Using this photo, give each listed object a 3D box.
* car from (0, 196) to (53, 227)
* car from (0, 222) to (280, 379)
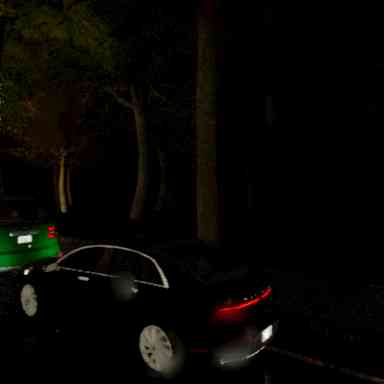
[{"bbox_3d":[-5.925,1.128,9.052,5.566,2.045,2.150,1,0,36],"label":"car"},{"bbox_3d":[-1.042,1.469,5.520,4.892,1.490,1.837,1,0,36],"label":"car"}]
